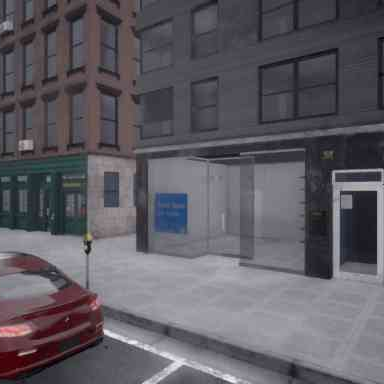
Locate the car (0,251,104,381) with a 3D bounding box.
[{"bbox_3d":[-3.089,1.582,5.026,4.206,1.307,1.802,0,0,36],"label":"car"}]
